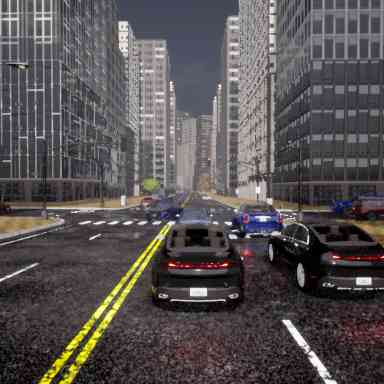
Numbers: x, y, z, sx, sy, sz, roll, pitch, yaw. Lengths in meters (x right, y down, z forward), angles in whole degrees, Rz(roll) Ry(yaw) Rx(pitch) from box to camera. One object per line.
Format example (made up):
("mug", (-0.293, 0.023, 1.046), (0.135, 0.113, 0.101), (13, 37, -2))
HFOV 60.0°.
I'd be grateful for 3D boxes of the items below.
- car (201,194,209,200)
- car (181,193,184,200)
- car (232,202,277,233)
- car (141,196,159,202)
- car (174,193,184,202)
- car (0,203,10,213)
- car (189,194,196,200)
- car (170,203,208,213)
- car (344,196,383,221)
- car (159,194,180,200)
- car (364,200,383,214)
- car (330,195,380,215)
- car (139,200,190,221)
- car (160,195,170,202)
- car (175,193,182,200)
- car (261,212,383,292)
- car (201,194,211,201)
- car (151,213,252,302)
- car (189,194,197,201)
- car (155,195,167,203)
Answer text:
("car", (3.496, 1.408, 90.808), (1.837, 1.490, 4.892), (0, 0, 0))
("car", (-3.091, 1.469, 67.421), (1.812, 1.442, 4.674), (0, 0, 1))
("car", (3.397, 1.342, 18.019), (2.097, 1.767, 4.553), (0, 0, 0))
("car", (-6.455, 1.491, 49.034), (1.812, 1.442, 4.674), (0, 0, 2))
("car", (-3.039, 1.154, 77.873), (2.150, 2.045, 5.566), (0, 0, 0))
("car", (-20.028, 1.315, 31.783), (5.008, 1.535, 1.882), (1, 1, 1))
("car", (0.245, 1.387, 90.165), (1.882, 1.535, 5.008), (0, 0, 0))
("car", (0.148, 1.538, 17.785), (2.033, 1.411, 5.357), (0, 0, 0))
("car", (16.278, 1.519, 28.496), (5.009, 1.841, 2.192), (1, 0, 1))
("car", (-3.210, 1.471, 48.261), (1.837, 1.490, 4.892), (0, 0, 0))
("car", (21.909, 1.643, 36.767), (4.829, 1.417, 1.752), (1, 0, 1))
("car", (17.298, 1.341, 34.255), (5.566, 2.045, 2.150), (1, 1, 2))
("car", (-2.037, 1.610, 26.682), (1.994, 1.385, 4.181), (0, -1, 24))
("car", (-6.289, 1.453, 77.913), (1.812, 1.442, 4.674), (0, 0, 0))
("car", (-3.177, 1.460, 57.600), (1.837, 1.490, 4.892), (0, 0, 0))
("car", (3.374, 1.500, 8.936), (1.837, 1.490, 4.892), (0, 0, 0))
("car", (3.470, 1.520, 80.874), (1.895, 1.301, 4.718), (0, 0, 0))
("car", (0.120, 1.501, 8.230), (1.837, 1.490, 4.892), (0, 0, 0))
("car", (0.218, 1.450, 80.171), (1.812, 1.442, 4.674), (0, 0, 0))
("car", (-6.335, 1.420, 67.643), (1.882, 1.535, 5.008), (0, 0, 0))
